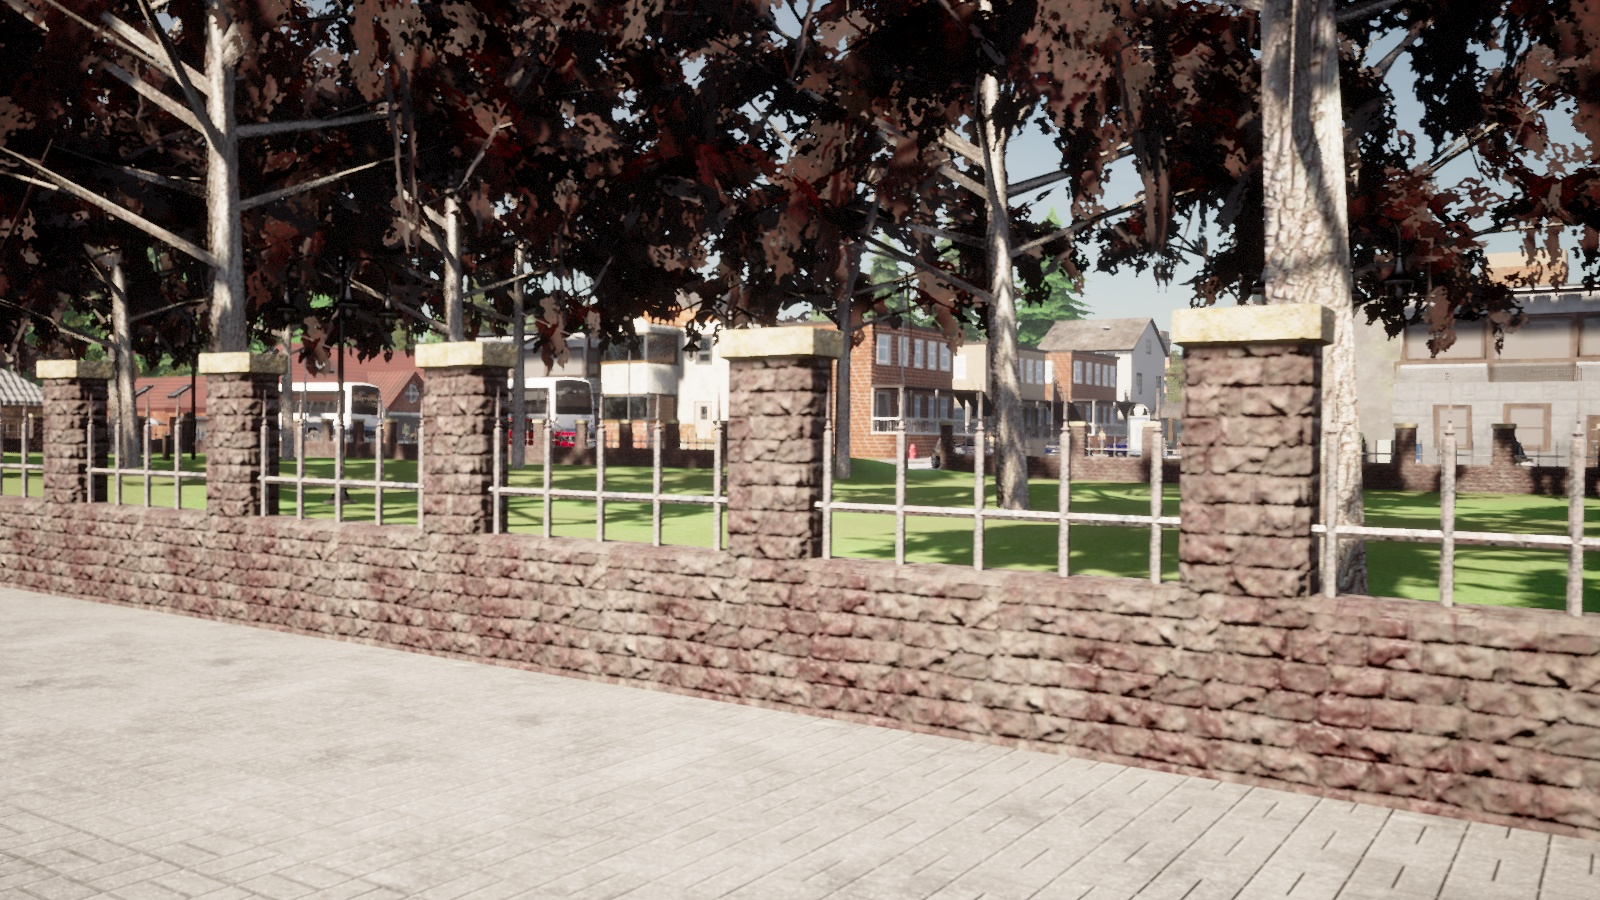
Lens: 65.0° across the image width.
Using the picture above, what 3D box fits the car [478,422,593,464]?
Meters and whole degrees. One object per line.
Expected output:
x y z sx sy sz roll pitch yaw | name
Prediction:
-13.187 -0.350 62.478 5.566 2.045 2.150 0 1 30 | car

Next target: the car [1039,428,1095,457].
14.991 -0.426 70.436 1.789 1.549 3.705 0 1 34 | car

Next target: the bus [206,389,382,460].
-32.120 -1.547 79.703 10.273 4.253 3.944 0 -1 19 | bus

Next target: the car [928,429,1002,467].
6.761 -0.105 51.793 1.970 1.475 3.806 -1 1 -9 | car

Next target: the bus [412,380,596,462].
-16.519 -1.523 69.621 10.273 4.253 3.944 0 1 34 | bus

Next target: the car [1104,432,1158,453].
20.937 -0.480 79.347 1.895 1.301 4.718 0 1 34 | car
